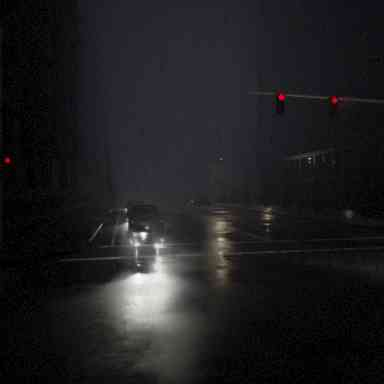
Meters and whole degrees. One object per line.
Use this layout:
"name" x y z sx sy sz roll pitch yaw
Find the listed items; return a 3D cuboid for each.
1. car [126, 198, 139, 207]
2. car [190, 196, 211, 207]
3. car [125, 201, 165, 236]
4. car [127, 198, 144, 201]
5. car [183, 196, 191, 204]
"car" -9.104 1.601 50.943 1.895 1.301 4.718 0 0 -11
"car" 1.592 1.491 51.423 2.128 1.511 4.902 0 0 -11
"car" -2.659 1.491 18.745 2.128 1.511 4.902 0 0 -11
"car" -5.077 1.491 30.758 2.128 1.511 4.902 0 0 -11
"car" -0.470 1.525 61.359 1.812 1.442 4.674 0 0 -11
